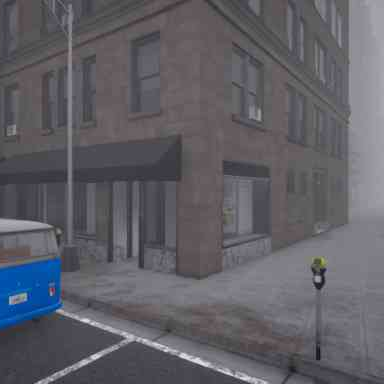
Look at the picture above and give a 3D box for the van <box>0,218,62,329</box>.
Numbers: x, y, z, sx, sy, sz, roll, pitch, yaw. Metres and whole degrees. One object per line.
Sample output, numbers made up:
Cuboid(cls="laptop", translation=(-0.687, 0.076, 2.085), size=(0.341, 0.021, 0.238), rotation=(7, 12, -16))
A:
Cuboid(cls="van", translation=(-4.073, 1.340, 5.985), size=(3.998, 1.788, 1.690), rotation=(0, 0, 36))
